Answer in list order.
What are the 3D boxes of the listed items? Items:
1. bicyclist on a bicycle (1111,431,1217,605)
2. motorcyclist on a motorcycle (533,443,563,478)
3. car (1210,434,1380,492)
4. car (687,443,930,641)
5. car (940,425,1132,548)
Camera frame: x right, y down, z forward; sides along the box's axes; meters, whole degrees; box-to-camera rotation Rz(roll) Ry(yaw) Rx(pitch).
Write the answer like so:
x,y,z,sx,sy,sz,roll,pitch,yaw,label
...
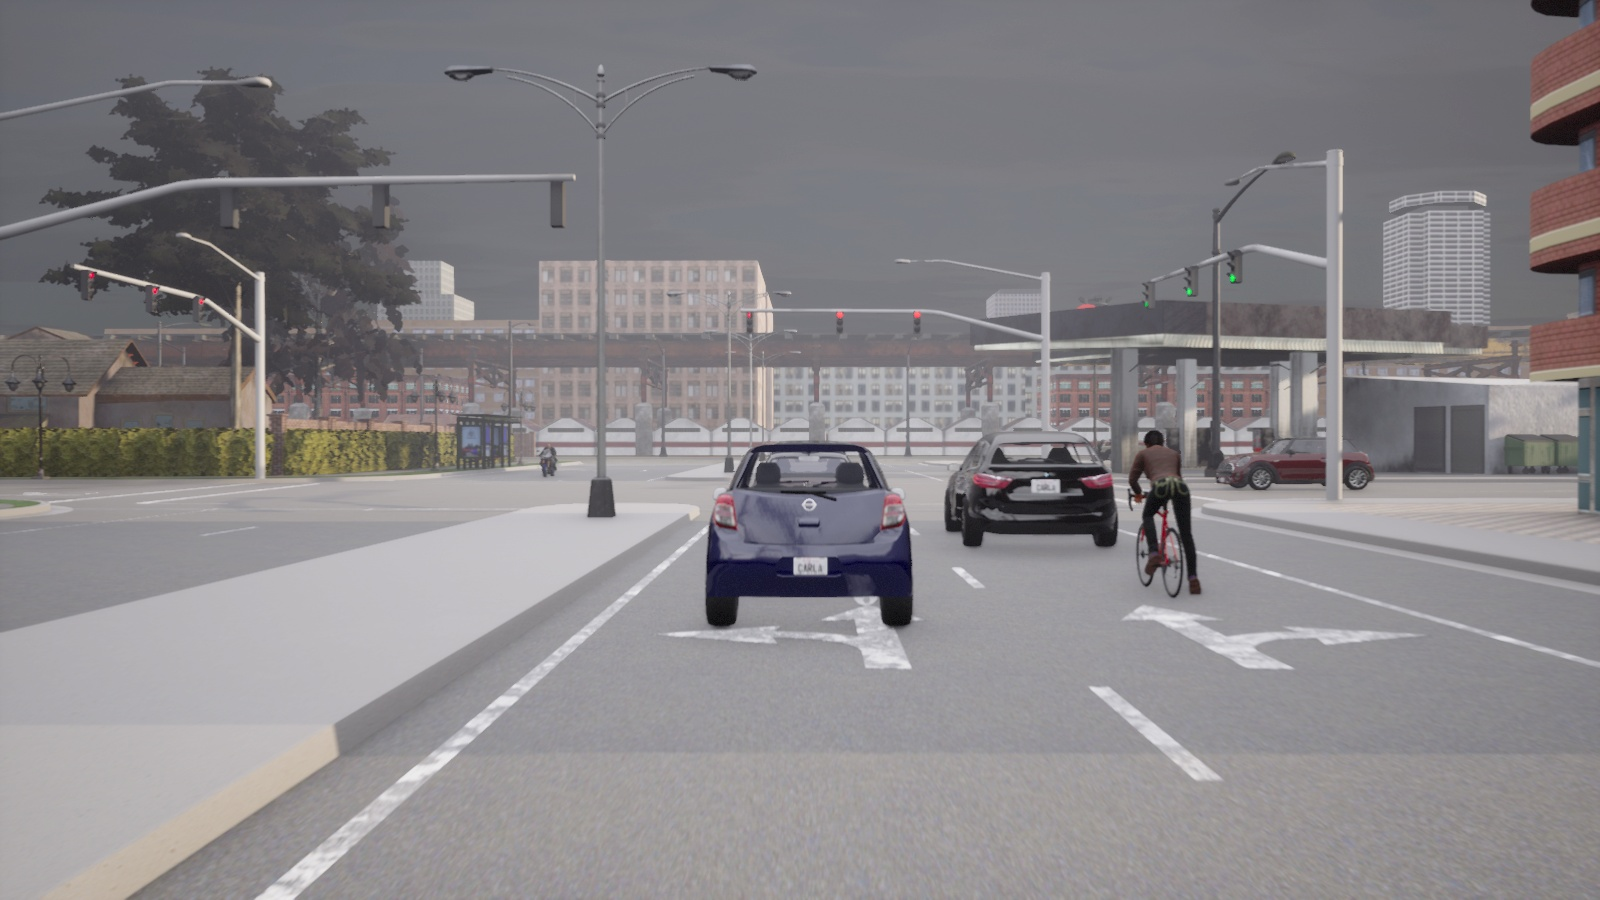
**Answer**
x,y,z,sx,sy,sz,roll,pitch,yaw,label
3.584,0.632,12.488,0.582,1.620,1.656,0,0,0,bicyclist on a bicycle
-11.168,0.458,55.735,0.866,1.530,2.191,0,0,0,motorcyclist on a motorcycle
15.587,0.394,39.730,4.553,1.767,2.097,0,0,-1,car
0.079,0.695,11.360,1.845,1.501,3.633,0,0,0,car
3.468,0.484,19.416,2.242,1.667,4.611,0,0,2,car
